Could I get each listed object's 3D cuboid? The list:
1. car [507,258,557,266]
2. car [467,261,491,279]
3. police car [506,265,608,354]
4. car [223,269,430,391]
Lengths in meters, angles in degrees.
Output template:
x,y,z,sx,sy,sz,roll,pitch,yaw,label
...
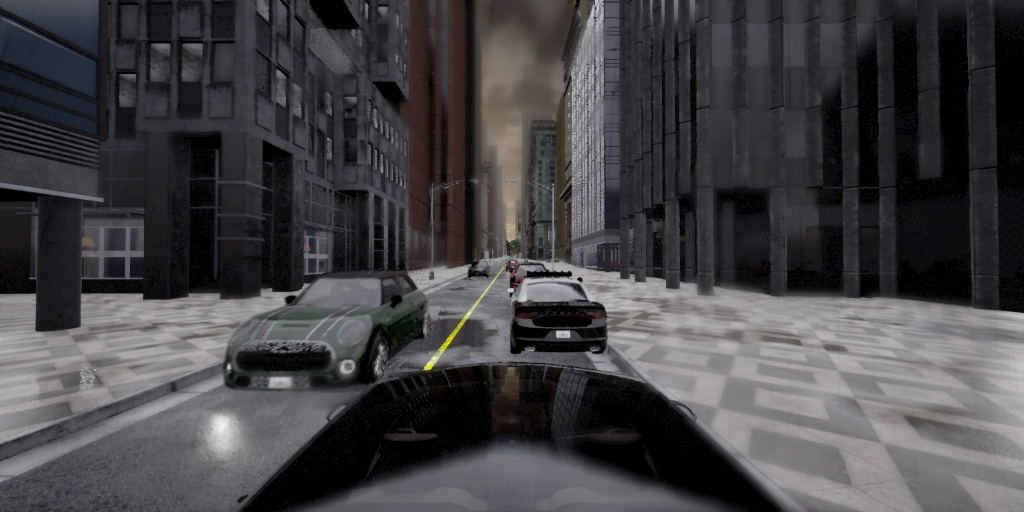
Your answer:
x,y,z,sx,sy,sz,roll,pitch,yaw,label
0.916,1.102,18.770,2.097,1.767,4.553,0,0,0,car
-2.967,1.251,32.903,1.837,1.490,4.892,0,0,0,car
0.906,1.177,8.909,1.930,1.638,5.238,0,0,0,police car
-3.096,1.104,7.042,2.097,1.767,4.553,0,0,0,car
